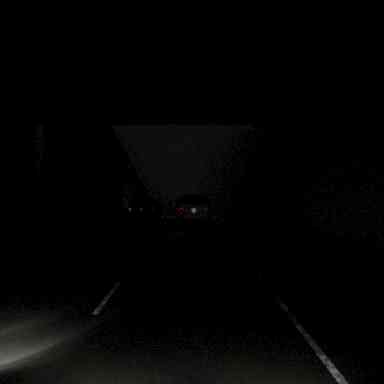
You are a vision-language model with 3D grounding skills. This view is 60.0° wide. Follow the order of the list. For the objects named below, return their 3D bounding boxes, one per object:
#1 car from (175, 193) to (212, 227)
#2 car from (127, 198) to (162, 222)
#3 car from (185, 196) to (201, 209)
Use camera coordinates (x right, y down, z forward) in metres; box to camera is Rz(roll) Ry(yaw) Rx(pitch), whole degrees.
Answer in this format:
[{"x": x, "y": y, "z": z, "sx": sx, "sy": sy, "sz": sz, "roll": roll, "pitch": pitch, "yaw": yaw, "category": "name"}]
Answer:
[{"x": 0.101, "y": 1.079, "z": 21.569, "sx": 2.150, "sy": 2.045, "sz": 5.566, "roll": 0, "pitch": 1, "yaw": 0, "category": "car"}, {"x": -3.398, "y": 1.189, "z": 24.455, "sx": 2.097, "sy": 1.767, "sz": 4.553, "roll": 0, "pitch": 0, "yaw": 0, "category": "car"}, {"x": 0.085, "y": 1.258, "z": 40.323, "sx": 1.812, "sy": 1.442, "sz": 4.674, "roll": 0, "pitch": 0, "yaw": 0, "category": "car"}]
